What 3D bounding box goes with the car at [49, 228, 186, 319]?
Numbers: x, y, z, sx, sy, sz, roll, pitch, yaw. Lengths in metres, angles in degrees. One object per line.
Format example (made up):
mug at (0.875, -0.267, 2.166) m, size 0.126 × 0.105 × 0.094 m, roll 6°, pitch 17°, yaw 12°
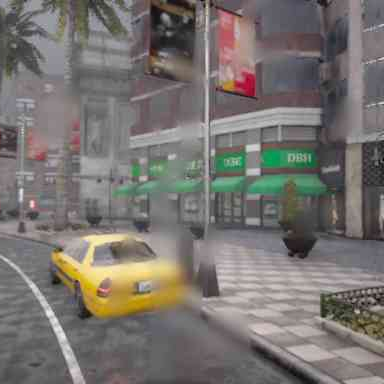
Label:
car at (-2.113, 1.629, 7.875) m, size 1.801 × 1.575 × 5.366 m, roll 1°, pitch -1°, yaw -32°
